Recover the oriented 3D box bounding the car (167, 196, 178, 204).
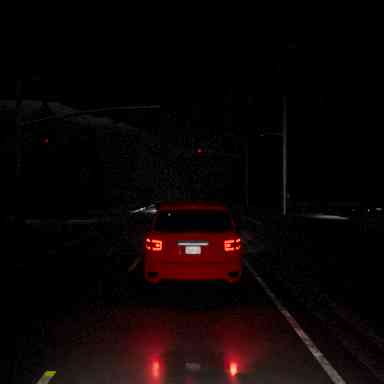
[{"bbox_3d":[-3.699,1.563,63.905,1.994,1.385,4.181,0,0,0],"label":"car"}]

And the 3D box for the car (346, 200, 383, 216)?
[{"bbox_3d":[16.483,1.520,29.941,4.892,1.490,1.837,0,0,-2],"label":"car"}]

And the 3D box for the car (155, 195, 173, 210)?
[{"bbox_3d":[-3.694,1.352,44.524,2.097,1.767,4.553,0,0,0],"label":"car"}]

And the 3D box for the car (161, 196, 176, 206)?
[{"bbox_3d":[-3.712,1.491,54.019,2.128,1.511,4.902,0,0,0],"label":"car"}]

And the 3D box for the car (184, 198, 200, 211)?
[{"bbox_3d":[0.021,1.504,41.549,1.837,1.490,4.892,0,0,0],"label":"car"}]

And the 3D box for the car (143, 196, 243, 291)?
[{"bbox_3d":[0.038,1.221,9.128,2.150,2.045,5.566,0,0,0],"label":"car"}]
